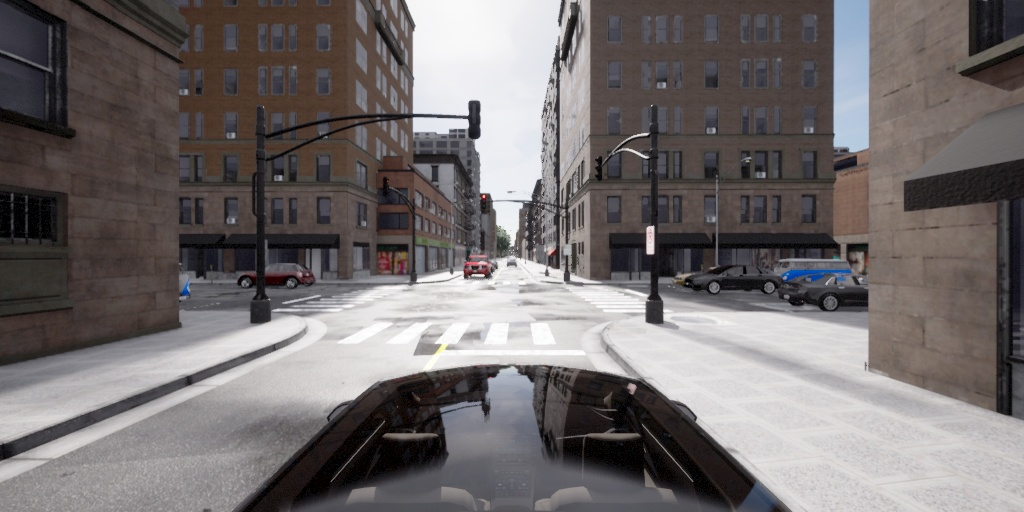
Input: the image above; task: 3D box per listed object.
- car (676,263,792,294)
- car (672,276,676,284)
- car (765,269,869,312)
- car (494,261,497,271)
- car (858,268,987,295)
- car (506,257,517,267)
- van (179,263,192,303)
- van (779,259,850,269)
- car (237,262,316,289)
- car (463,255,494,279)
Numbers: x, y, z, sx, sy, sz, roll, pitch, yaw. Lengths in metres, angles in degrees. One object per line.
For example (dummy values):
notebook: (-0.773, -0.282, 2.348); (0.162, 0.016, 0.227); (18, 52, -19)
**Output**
car: (11.917, 1.241, 19.434); (4.892, 1.490, 1.837); (0, 0, -1)
car: (12.409, 1.256, 21.986); (4.829, 1.417, 1.751); (0, 0, 1)
car: (12.514, 1.300, 13.460); (4.403, 1.370, 2.007); (0, 0, 1)
car: (-3.126, 1.244, 43.871); (1.812, 1.442, 4.674); (0, 0, 0)
car: (21.951, 1.339, 19.324); (4.718, 1.301, 1.895); (0, 0, 1)
car: (-0.038, 1.237, 63.733); (2.033, 1.411, 5.357); (0, 0, 0)
van: (-14.681, 1.085, 13.726); (3.998, 1.789, 1.690); (0, 0, 1)
van: (18.249, 1.073, 21.929); (3.998, 1.789, 1.690); (0, 0, 1)
car: (-14.615, 1.165, 22.251); (4.097, 1.591, 1.967); (0, 0, 1)
car: (-3.117, 0.954, 32.944); (2.150, 2.045, 5.566); (0, 0, 0)
